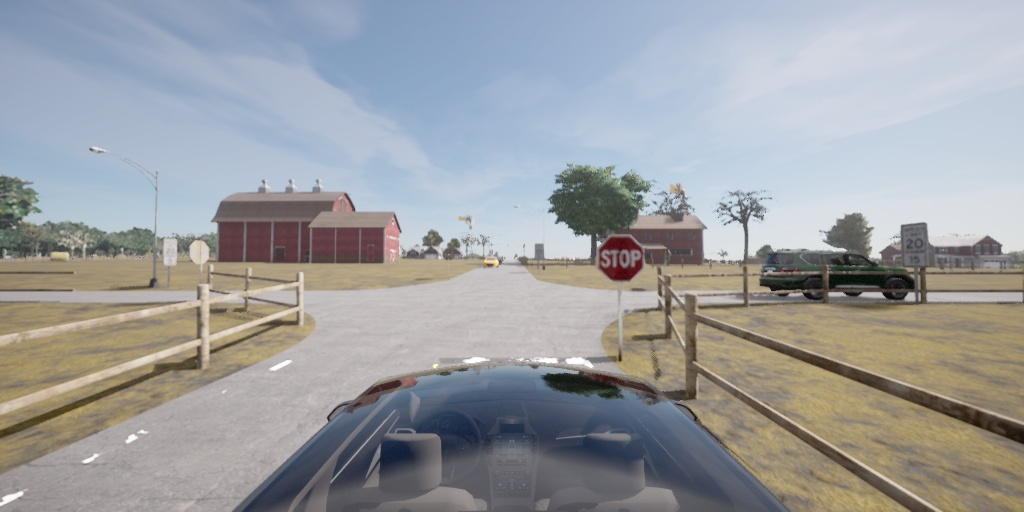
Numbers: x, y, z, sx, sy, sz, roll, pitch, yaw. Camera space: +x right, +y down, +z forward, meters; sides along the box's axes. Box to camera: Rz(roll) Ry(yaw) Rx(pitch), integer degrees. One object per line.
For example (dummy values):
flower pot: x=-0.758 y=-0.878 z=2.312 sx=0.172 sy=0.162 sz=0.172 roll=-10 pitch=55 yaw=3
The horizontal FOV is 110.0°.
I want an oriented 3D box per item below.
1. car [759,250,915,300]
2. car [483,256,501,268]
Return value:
car: x=13.901 y=0.805 z=15.596 sx=5.566 sy=2.045 sz=2.150 roll=0 pitch=-2 yaw=0
car: x=-2.888 y=0.865 z=49.737 sx=1.882 sy=1.535 sz=5.008 roll=0 pitch=0 yaw=0
